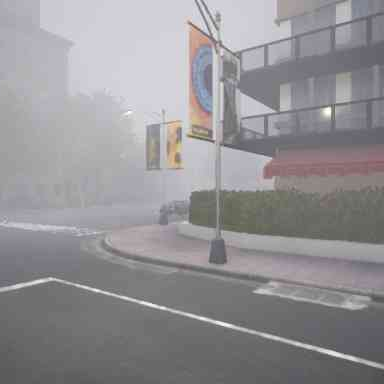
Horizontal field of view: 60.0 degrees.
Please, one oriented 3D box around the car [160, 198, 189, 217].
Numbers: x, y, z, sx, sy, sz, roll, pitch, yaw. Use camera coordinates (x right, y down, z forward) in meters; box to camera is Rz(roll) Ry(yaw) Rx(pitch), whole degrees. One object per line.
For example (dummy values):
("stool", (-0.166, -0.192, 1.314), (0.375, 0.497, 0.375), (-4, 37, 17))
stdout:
("car", (-0.755, 1.474, 31.439), (2.033, 1.411, 5.357), (0, 0, 35))
